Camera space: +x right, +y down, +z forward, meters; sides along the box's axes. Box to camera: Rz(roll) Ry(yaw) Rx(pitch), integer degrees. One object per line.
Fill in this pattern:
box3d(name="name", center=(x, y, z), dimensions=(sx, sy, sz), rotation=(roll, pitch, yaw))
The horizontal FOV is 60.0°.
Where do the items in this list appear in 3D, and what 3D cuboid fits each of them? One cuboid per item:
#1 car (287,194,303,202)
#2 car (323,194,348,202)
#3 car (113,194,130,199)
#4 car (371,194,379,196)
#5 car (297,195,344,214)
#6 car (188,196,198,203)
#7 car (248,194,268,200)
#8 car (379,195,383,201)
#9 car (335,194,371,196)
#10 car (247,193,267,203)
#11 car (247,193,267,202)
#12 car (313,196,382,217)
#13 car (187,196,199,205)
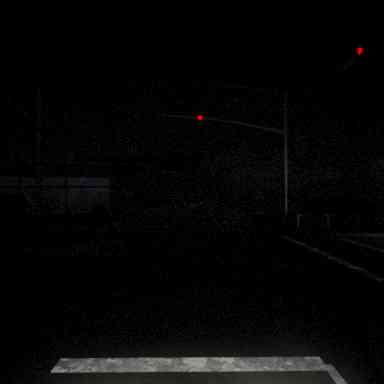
box3d(name="car", center=(21.304, 1.094, 65.636), dimensions=(4.605, 1.855, 1.932), rotation=(0, 0, 0))
box3d(name="car", center=(31.289, 1.294, 72.614), dimensions=(4.514, 1.523, 2.007), rotation=(0, 0, 0))
box3d(name="car", center=(-19.436, 1.328, 91.485), dimensions=(4.674, 1.442, 1.812), rotation=(0, 0, 0))
box3d(name="car", center=(38.352, 1.228, 68.978), dimensions=(3.806, 1.475, 1.970), rotation=(0, 0, 0))
box3d(name="car", center=(13.005, 1.329, 31.309), dimensions=(5.027, 1.636, 2.152), rotation=(0, 0, 0))
box3d(name="car", center=(0.247, 1.543, 69.589), dimensions=(2.033, 1.411, 5.357), rotation=(0, 0, 0))
box3d(name="car", center=(18.099, 1.328, 91.523), dimensions=(4.902, 1.511, 2.128), rotation=(0, 0, 0))
box3d(name="car", center=(38.699, 1.150, 62.562), dimensions=(5.027, 1.636, 2.152), rotation=(0, 0, 0))
box3d(name="car", center=(20.635, 1.317, 43.184), dimensions=(3.633, 1.501, 1.845), rotation=(0, 0, 0))
box3d(name="car", center=(12.825, 1.357, 65.566), dimensions=(3.806, 1.475, 1.970), rotation=(0, 0, 0))
box3d(name="car", center=(13.424, 1.073, 68.893), dimensions=(3.866, 1.878, 1.905), rotation=(0, 0, 0))
box3d(name="car", center=(13.069, 1.338, 28.172), dimensions=(4.514, 1.523, 2.007), rotation=(0, 0, 0))
box3d(name="car", center=(0.228, 1.501, 59.203), dimensions=(1.837, 1.490, 4.892), rotation=(0, 0, 0))
